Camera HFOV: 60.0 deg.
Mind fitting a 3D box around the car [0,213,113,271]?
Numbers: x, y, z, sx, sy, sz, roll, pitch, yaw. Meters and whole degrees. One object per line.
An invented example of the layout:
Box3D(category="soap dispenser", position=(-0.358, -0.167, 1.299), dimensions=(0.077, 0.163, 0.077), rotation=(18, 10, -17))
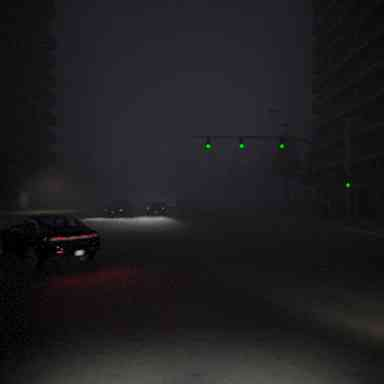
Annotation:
Box3D(category="car", position=(-4.968, 1.510, 11.095), dimensions=(4.902, 1.511, 2.128), rotation=(0, -1, 43))

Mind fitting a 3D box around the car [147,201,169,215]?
Box3D(category="car", position=(-3.540, 1.659, 34.621), dimensions=(1.895, 1.301, 4.718), rotation=(0, 0, 1))

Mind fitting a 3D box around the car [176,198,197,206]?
Box3D(category="car", position=(-1.080, 1.681, 56.571), dimensions=(1.895, 1.301, 4.718), rotation=(0, 0, -27))

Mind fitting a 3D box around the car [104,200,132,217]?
Box3D(category="car", position=(-7.054, 1.558, 31.986), dimensions=(1.837, 1.490, 4.892), rotation=(0, 0, 0))
